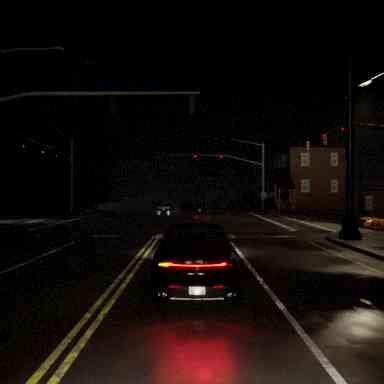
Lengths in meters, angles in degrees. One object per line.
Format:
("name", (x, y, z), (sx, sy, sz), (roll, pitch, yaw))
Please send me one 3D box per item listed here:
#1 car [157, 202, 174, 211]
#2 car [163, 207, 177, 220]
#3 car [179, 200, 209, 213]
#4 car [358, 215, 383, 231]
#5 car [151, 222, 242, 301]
("car", (-3.662, 2.055, 45.623), (2.033, 1.411, 5.357), (0, -4, 0))
("car", (-3.674, 3.615, 55.725), (2.033, 1.411, 5.357), (0, -12, 0))
("car", (0.120, 1.532, 35.389), (1.895, 1.301, 4.718), (0, 0, -18))
("car", (17.087, 2.725, 28.805), (5.008, 1.535, 1.882), (9, 0, 0))
("car", (0.088, 1.505, 8.325), (1.837, 1.490, 4.892), (0, 0, 0))
